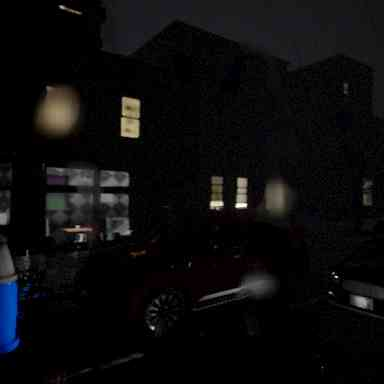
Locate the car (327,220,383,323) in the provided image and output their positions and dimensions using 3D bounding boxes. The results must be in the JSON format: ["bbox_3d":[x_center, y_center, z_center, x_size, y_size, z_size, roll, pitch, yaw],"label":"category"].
[{"bbox_3d":[4.690,1.486,6.723,4.902,1.511,2.128,0,0,-35],"label":"car"}]

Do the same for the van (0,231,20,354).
[{"bbox_3d":[-4.071,1.342,3.634,3.998,1.788,1.690,0,1,-35],"label":"van"}]

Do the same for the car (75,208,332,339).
[{"bbox_3d":[0.332,1.312,6.773,5.009,1.841,2.192,0,1,-35],"label":"car"}]
